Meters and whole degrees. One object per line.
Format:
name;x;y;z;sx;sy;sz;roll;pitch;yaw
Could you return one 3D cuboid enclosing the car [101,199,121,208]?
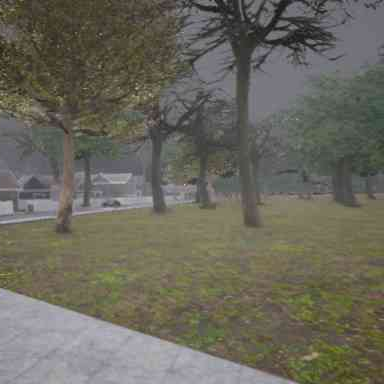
car;-13.392;1.865;55.130;1.994;1.385;4.181;-1;-1;13
